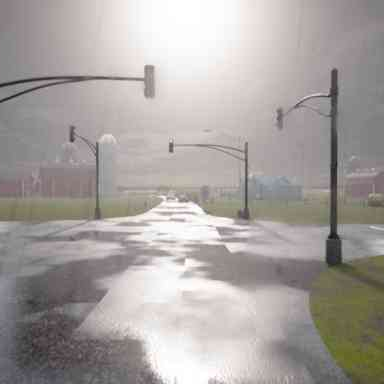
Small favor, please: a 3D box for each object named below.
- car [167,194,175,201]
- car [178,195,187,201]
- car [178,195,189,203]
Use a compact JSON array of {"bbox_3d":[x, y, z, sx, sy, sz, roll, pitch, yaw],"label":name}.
[{"bbox_3d":[-4.708,1.159,73.967,1.812,1.442,4.674,0,0,-3],"label":"car"},{"bbox_3d":[-2.332,1.439,79.951,1.837,1.490,4.892,0,0,-4],"label":"car"},{"bbox_3d":[-1.721,1.602,69.967,1.895,1.301,4.718,0,0,-3],"label":"car"}]
